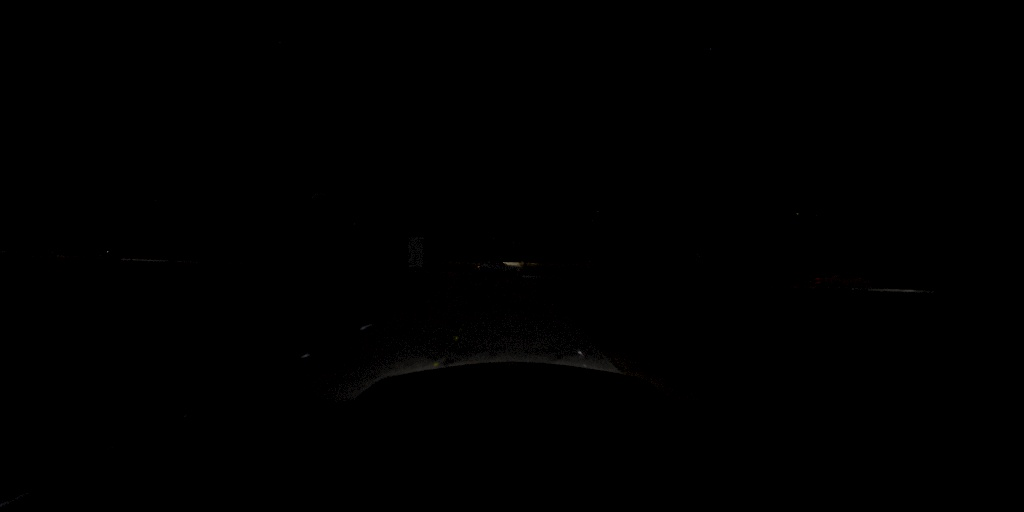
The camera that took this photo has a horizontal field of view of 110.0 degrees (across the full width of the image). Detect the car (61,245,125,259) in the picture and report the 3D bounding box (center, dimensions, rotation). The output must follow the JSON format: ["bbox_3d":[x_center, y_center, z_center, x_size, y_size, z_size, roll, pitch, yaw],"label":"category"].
[{"bbox_3d":[-42.761,-0.443,36.707,4.718,1.301,1.895,2,-1,0],"label":"car"}]

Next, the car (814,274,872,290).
[{"bbox_3d":[34.247,2.646,37.162,5.008,1.535,1.882,2,-1,0],"label":"car"}]

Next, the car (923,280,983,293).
[{"bbox_3d":[49.131,3.370,39.999,4.718,1.301,1.895,2,-1,0],"label":"car"}]

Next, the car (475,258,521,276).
[{"bbox_3d":[-1.411,1.282,36.948,4.674,1.442,1.812,2,-1,0],"label":"car"}]
